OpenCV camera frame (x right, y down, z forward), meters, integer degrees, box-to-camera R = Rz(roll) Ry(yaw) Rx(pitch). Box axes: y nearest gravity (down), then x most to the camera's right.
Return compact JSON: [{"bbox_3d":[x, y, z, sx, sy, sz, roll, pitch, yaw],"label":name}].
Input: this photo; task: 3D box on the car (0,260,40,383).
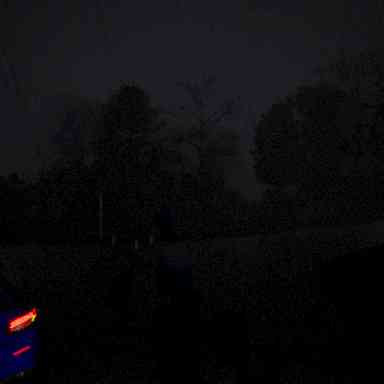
[{"bbox_3d":[-3.670,1.531,4.683,1.812,1.442,4.674,0,0,-44],"label":"car"}]
